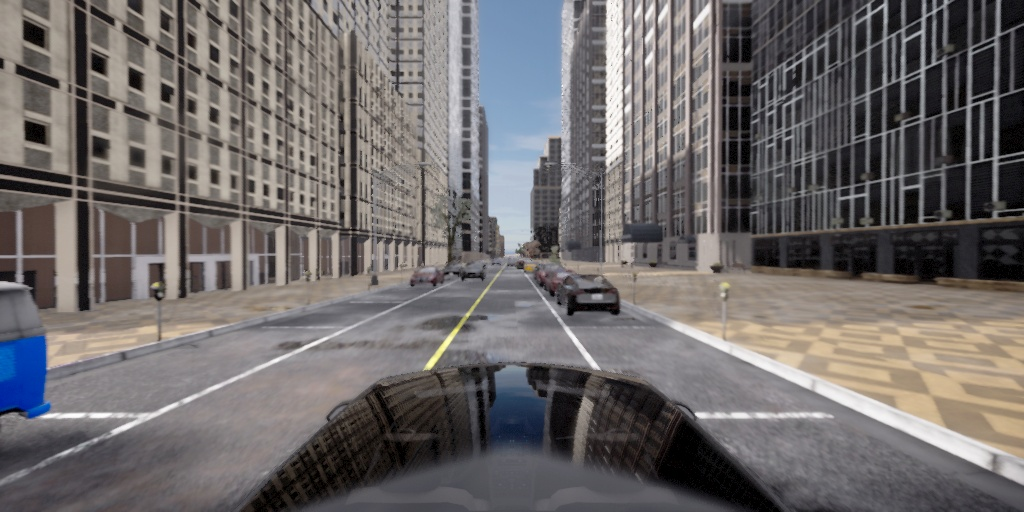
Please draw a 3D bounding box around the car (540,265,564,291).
[{"bbox_3d":[2.682,1.335,18.972,1.802,1.307,4.207,0,0,0],"label":"car"}]

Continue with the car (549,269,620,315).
[{"bbox_3d":[2.685,1.318,13.329,1.948,1.339,4.313,0,0,0],"label":"car"}]

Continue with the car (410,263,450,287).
[{"bbox_3d":[-5.700,1.335,24.613,1.802,1.307,4.207,0,0,0],"label":"car"}]

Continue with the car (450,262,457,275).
[{"bbox_3d":[-5.705,1.320,35.895,1.948,1.339,4.313,0,0,0],"label":"car"}]

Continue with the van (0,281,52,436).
[{"bbox_3d":[-5.693,1.090,2.047,1.690,1.789,3.998,0,0,0],"label":"van"}]

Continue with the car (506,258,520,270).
[{"bbox_3d":[-0.022,1.311,61.973,2.033,1.411,5.357,0,0,0],"label":"car"}]

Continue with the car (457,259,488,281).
[{"bbox_3d":[-3.099,1.260,29.842,1.837,1.490,4.892,0,0,0],"label":"car"}]

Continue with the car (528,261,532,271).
[{"bbox_3d":[2.678,1.320,30.257,1.948,1.339,4.313,0,0,0],"label":"car"}]

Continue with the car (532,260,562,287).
[{"bbox_3d":[2.681,1.193,24.615,1.967,1.591,4.097,0,0,0],"label":"car"}]

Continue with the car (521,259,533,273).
[{"bbox_3d":[2.336,1.212,42.995,1.801,1.575,5.366,0,0,0],"label":"car"}]
